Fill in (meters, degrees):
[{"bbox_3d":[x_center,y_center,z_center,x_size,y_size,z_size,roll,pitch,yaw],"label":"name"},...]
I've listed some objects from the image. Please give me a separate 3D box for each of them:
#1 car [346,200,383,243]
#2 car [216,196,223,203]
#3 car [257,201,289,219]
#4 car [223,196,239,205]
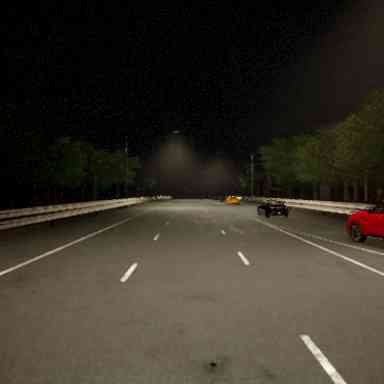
[{"bbox_3d":[8.573,1.236,13.183,2.150,2.045,5.566,0,0,-10],"label":"car"},{"bbox_3d":[7.061,1.619,75.610,1.837,1.490,4.892,0,0,0],"label":"car"},{"bbox_3d":[7.063,1.496,29.415,2.128,1.511,4.902,0,0,-1],"label":"car"},{"bbox_3d":[7.005,1.501,57.937,1.882,1.535,5.008,0,0,0],"label":"car"}]
